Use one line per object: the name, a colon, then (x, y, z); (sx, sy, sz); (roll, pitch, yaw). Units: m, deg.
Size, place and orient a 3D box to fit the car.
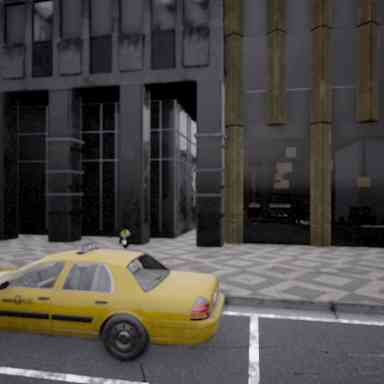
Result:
car: (-1.932, 1.514, 5.374); (4.829, 1.417, 1.752); (0, 0, 11)
